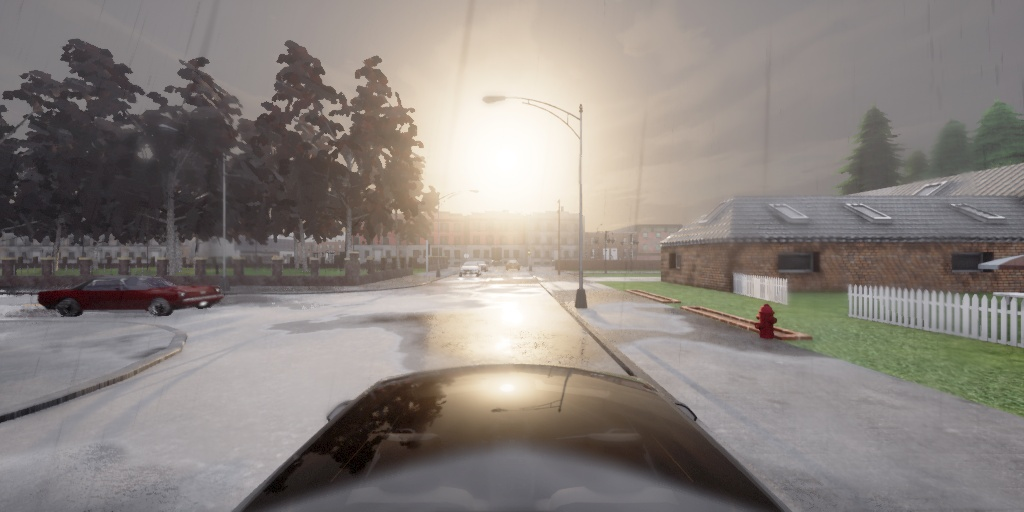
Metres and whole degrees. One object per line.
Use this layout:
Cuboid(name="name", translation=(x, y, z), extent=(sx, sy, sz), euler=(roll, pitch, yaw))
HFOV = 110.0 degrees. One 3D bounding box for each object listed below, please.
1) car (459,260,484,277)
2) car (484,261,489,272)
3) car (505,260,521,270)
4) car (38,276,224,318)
Cuboid(name="car", translation=(-4.079, 1.276, 35.663), extent=(1.812, 1.442, 4.674), euler=(0, 0, 0))
Cuboid(name="car", translation=(-4.049, 1.276, 45.463), extent=(1.812, 1.442, 4.674), euler=(0, 0, 0))
Cuboid(name="car", translation=(0.092, 1.275, 51.745), extent=(1.812, 1.442, 4.674), euler=(0, 0, -1))
Cuboid(name="car", translation=(-13.015, 1.351, 12.508), extent=(4.718, 1.301, 1.895), euler=(0, 0, -1))
